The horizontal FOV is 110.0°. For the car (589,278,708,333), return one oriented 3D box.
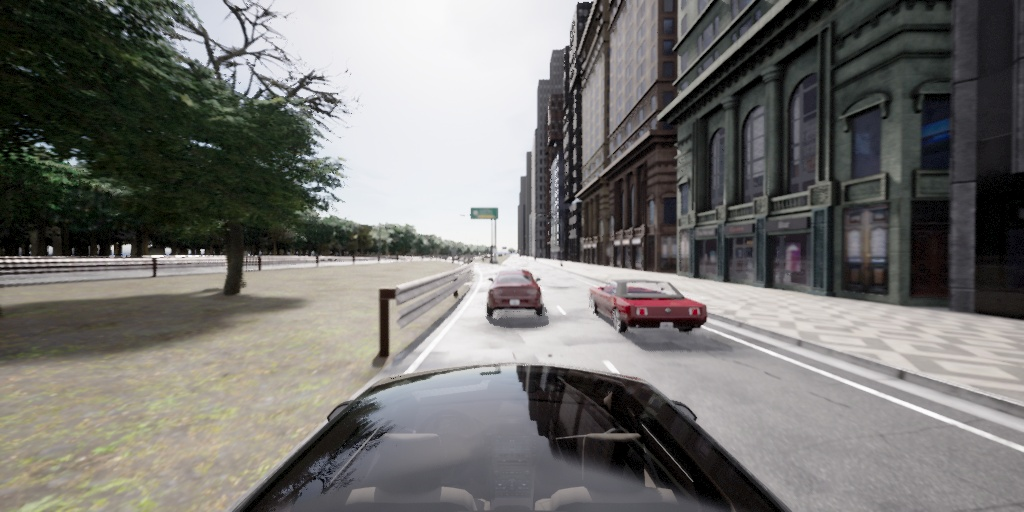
[{"bbox_3d":[3.585,1.301,10.493,1.895,1.301,4.718,0,0,0],"label":"car"}]

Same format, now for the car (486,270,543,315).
[{"bbox_3d":[0.092,1.211,13.040,1.812,1.442,4.674,0,0,0],"label":"car"}]
